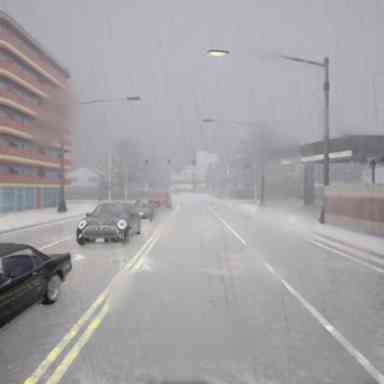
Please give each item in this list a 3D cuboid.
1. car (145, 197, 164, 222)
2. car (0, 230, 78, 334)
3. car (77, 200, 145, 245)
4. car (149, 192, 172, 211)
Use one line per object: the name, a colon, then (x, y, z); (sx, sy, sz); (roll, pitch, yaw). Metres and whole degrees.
car: (-3.571, 1.351, 24.929); (2.128, 1.511, 4.902); (0, 0, 0)
car: (-3.596, 1.570, 5.201); (1.895, 1.301, 4.718); (0, 0, 0)
car: (-3.592, 1.266, 15.071); (2.097, 1.767, 4.553); (0, 0, -1)
car: (-3.536, 1.010, 37.696); (2.150, 2.045, 5.566); (0, 0, 2)
